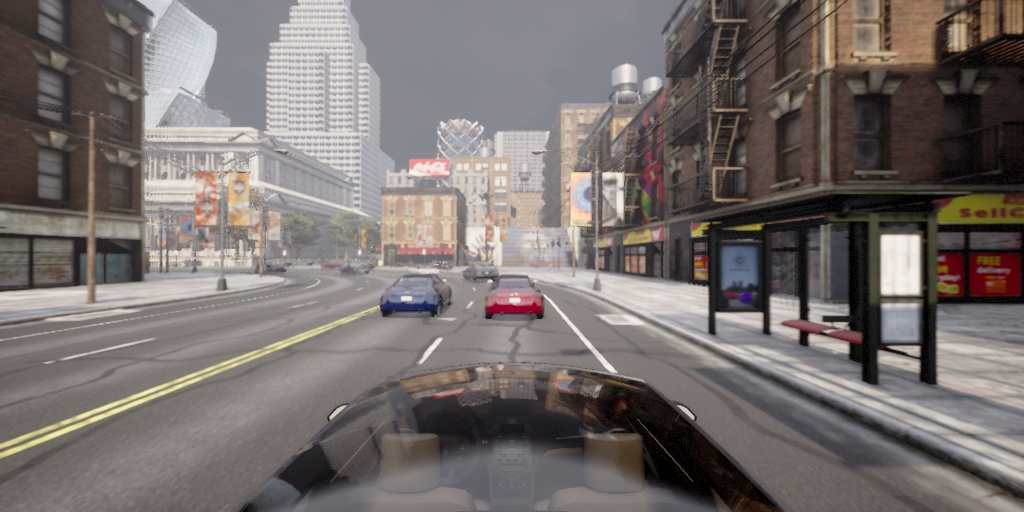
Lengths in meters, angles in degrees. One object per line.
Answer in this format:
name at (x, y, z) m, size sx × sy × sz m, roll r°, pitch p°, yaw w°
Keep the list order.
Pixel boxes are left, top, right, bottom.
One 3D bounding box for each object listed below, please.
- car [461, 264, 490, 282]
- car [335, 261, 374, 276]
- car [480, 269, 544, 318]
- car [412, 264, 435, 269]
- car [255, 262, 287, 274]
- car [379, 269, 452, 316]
car at (-2.875, 1.393, 30.432) m, size 2.033 × 1.411 × 5.357 m, roll 0°, pitch 0°, yaw -21°
car at (-17.668, 1.404, 40.029) m, size 4.674 × 1.442 × 1.812 m, roll 0°, pitch 0°, yaw 43°
car at (0.034, 1.352, 13.153) m, size 1.994 × 1.385 × 4.181 m, roll 0°, pitch 0°, yaw -2°
car at (-8.530, 1.459, 34.220) m, size 1.895 × 1.301 × 4.718 m, roll 0°, pitch 0°, yaw -29°
car at (-29.952, 1.458, 44.554) m, size 4.181 × 1.385 × 1.994 m, roll 0°, pitch 0°, yaw 28°
car at (-3.476, 1.354, 13.622) m, size 1.994 × 1.385 × 4.181 m, roll 0°, pitch 0°, yaw -2°
